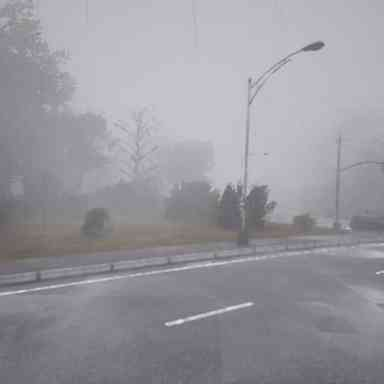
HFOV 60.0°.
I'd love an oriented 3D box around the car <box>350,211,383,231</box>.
[{"bbox_3d":[14.922,2.297,25.988,2.097,1.767,4.553,4,-3,-29],"label":"car"}]
